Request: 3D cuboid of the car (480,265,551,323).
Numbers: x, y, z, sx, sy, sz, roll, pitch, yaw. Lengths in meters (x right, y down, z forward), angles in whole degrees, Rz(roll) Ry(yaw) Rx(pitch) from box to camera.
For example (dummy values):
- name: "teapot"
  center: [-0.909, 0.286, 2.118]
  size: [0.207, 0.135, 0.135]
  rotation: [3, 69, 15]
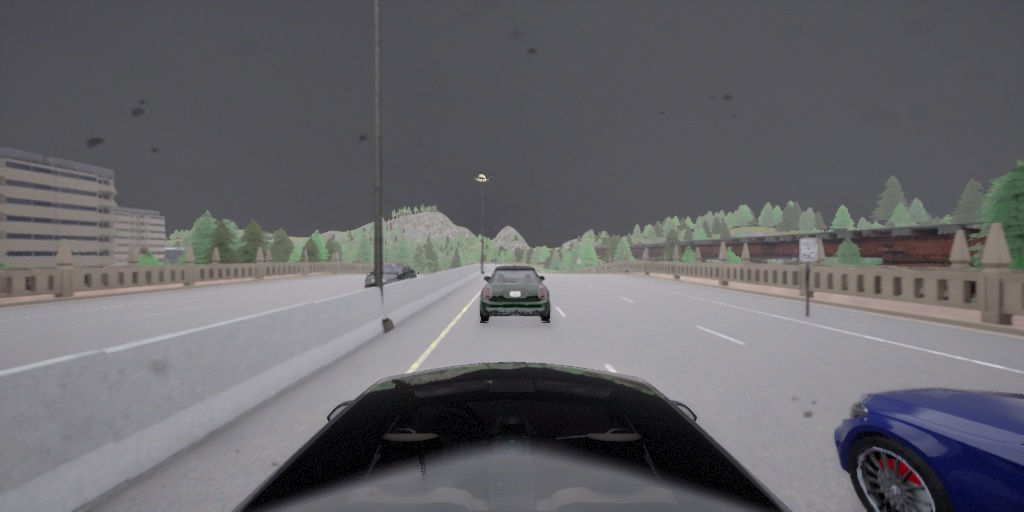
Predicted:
- name: "car"
  center: [0.090, 1.099, 12.321]
  size: [2.097, 1.767, 4.553]
  rotation: [0, 0, 0]

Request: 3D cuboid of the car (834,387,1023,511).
- name: "car"
  center: [3.574, 1.275, 0.981]
  size: [1.812, 1.442, 4.674]
  rotation: [0, 0, 0]

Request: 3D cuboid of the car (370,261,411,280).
- name: "car"
  center: [-10.608, 1.220, 31.652]
  size: [1.882, 1.535, 5.008]
  rotation: [0, 0, 0]

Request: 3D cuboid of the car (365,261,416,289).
- name: "car"
  center: [-7.106, 1.238, 21.465]
  size: [2.128, 1.511, 4.902]
  rotation: [0, 0, 0]
